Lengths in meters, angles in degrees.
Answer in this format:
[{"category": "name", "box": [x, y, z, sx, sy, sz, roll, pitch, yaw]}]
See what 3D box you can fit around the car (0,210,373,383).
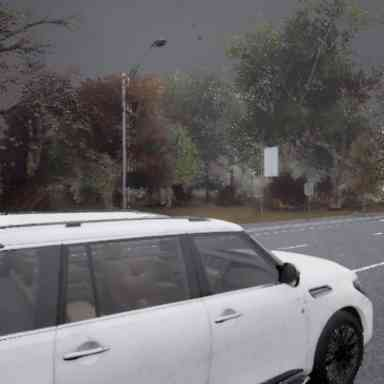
[{"category": "car", "box": [-0.392, 1.213, 3.470, 5.566, 2.045, 2.150, 0, 0, -35]}]
